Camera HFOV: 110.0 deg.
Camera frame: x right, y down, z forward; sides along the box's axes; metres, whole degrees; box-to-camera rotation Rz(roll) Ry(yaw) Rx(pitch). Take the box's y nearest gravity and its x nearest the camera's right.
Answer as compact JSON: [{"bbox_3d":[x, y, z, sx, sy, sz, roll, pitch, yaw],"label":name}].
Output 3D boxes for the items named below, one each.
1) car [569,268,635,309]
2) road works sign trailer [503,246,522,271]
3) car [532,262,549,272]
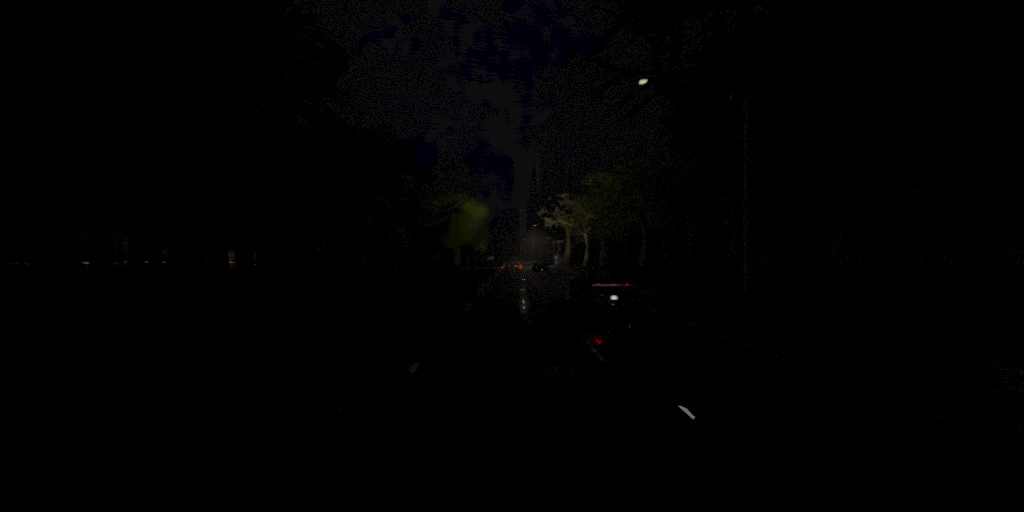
[{"bbox_3d":[3.602,1.247,15.050,2.128,1.511,4.902,0,0,0],"label":"car"},{"bbox_3d":[0.010,0.269,50.350,2.380,3.560,2.880,0,0,0],"label":"road works sign trailer"},{"bbox_3d":[3.609,1.396,45.788,1.895,1.301,4.718,0,0,0],"label":"car"}]
